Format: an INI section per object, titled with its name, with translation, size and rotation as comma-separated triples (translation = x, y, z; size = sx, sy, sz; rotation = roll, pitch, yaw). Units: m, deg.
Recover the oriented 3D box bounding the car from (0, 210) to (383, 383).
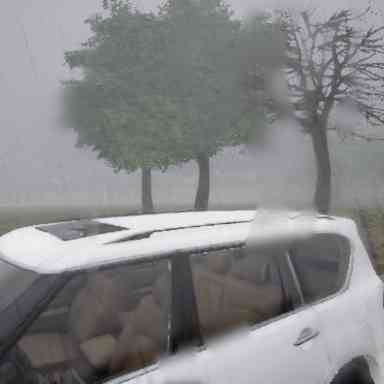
[car]
translation = -0.657, 1.221, 2.476
size = 5.566, 2.045, 2.150
rotation = 0, 0, -36
